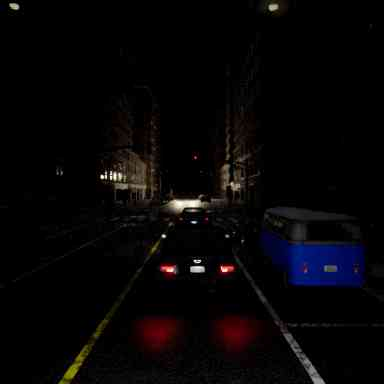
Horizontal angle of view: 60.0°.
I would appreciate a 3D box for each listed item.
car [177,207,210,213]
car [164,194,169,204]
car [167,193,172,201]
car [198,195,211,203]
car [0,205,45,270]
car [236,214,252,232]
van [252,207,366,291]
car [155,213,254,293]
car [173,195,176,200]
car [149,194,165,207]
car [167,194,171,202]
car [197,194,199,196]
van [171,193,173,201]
[{"bbox_3d":[0.101,1.557,19.287,1.994,1.385,4.181,0,0,0],"label":"car"},{"bbox_3d":[-5.669,1.516,57.797,2.008,1.369,4.403,0,0,0],"label":"car"},{"bbox_3d":[-5.669,1.508,68.699,1.887,1.381,4.507,0,0,0],"label":"car"},{"bbox_3d":[2.855,1.403,68.734,1.967,1.590,4.097,0,0,0],"label":"car"},{"bbox_3d":[-5.670,1.313,8.657,2.192,1.841,5.009,0,0,0],"label":"car"},{"bbox_3d":[2.856,1.562,14.358,1.947,1.339,4.313,0,0,0],"label":"car"},{"bbox_3d":[2.855,1.339,8.697,1.690,1.788,3.998,0,0,0],"label":"van"},{"bbox_3d":[0.101,1.546,8.968,2.033,1.411,5.357,0,0,0],"label":"car"},{"bbox_3d":[-5.669,1.516,79.600,2.008,1.369,4.403,0,0,0],"label":"car"},{"bbox_3d":[-5.669,1.493,52.176,1.752,1.417,4.829,0,0,0],"label":"car"},{"bbox_3d":[-5.669,1.509,63.248,1.887,1.381,4.507,0,0,0],"label":"car"},{"bbox_3d":[2.856,1.515,79.632,2.008,1.369,4.403,0,0,0],"label":"car"},{"bbox_3d":[-5.670,1.305,74.149,1.690,1.788,3.998,0,0,0],"label":"van"}]
